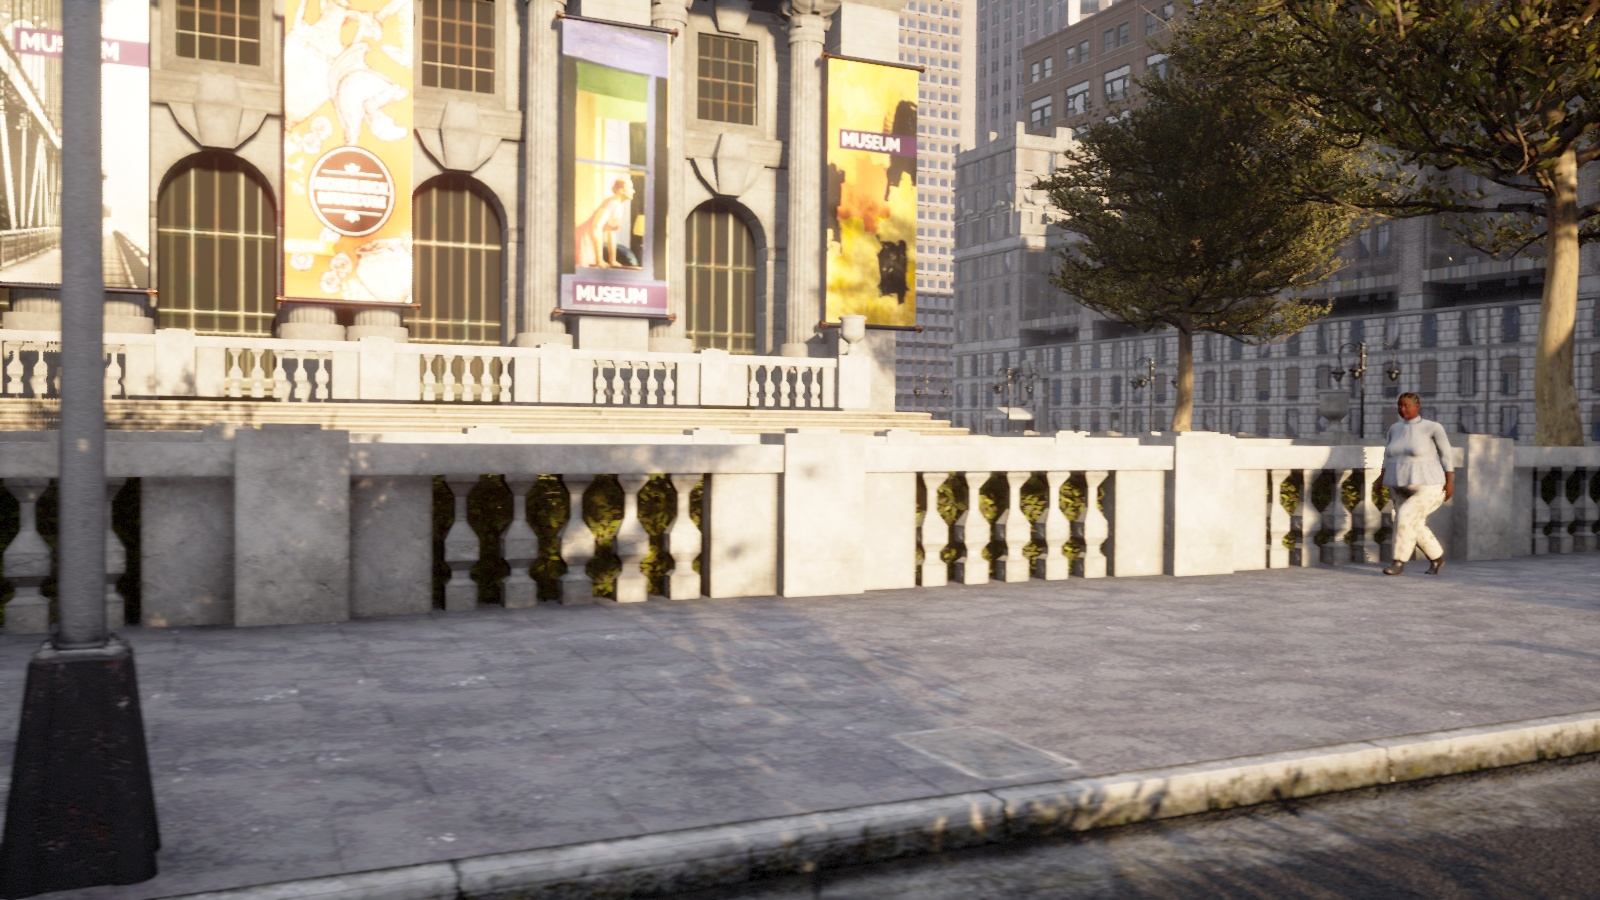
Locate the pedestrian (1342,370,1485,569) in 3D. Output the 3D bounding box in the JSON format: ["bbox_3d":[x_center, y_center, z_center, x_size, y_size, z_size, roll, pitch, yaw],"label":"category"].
[{"bbox_3d":[5.969,0.170,12.239,0.900,1.855,0.874,-1,1,-24],"label":"pedestrian"}]
